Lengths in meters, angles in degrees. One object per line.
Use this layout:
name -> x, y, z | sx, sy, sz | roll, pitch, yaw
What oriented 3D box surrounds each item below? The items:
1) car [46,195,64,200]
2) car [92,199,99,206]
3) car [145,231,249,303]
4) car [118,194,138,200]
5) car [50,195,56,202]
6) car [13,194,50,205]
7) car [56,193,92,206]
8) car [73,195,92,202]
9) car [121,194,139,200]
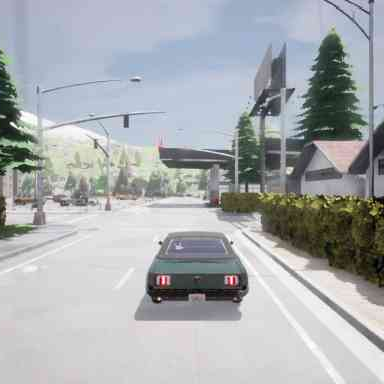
car -> -35.054, 1.384, 84.975 | 3.806, 1.475, 1.970 | 0, 0, 0
car -> -16.154, 1.361, 50.671 | 3.806, 1.475, 1.970 | 0, 0, 0
car -> 0.099, 1.601, 8.155 | 1.895, 1.301, 4.718 | 0, 0, 0
car -> -16.388, 1.330, 84.927 | 5.027, 1.636, 2.152 | 0, 0, 0
car -> -23.988, 1.298, 63.048 | 4.514, 1.523, 2.007 | 0, 0, 0
car -> -24.633, 1.097, 50.588 | 4.605, 1.855, 1.932 | 0, 0, 0
car -> -16.747, 1.077, 47.343 | 3.866, 1.878, 1.905 | 0, 0, 0
car -> -23.999, 1.320, 73.041 | 3.633, 1.501, 1.845 | 0, 0, 0
car -> -16.457, 1.340, 88.064 | 4.514, 1.523, 2.007 | 0, 0, 0
